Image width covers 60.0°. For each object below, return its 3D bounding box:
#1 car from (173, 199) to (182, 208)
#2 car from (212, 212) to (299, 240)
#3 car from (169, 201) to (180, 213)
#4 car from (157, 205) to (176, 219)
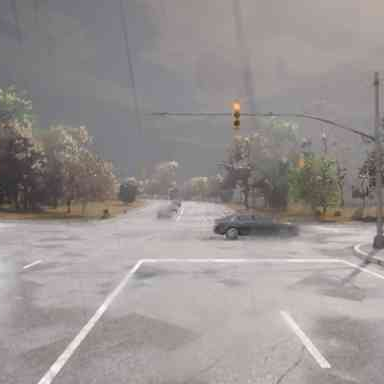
[{"bbox_3d":[-3.609,2.582,77.190,2.150,2.045,5.566,0,1,0],"label":"car"},{"bbox_3d":[3.622,1.935,19.075,4.892,1.490,1.837,0,-2,1],"label":"car"},{"bbox_3d":[-3.644,3.029,61.800,1.837,1.490,4.892,0,0,0],"label":"car"},{"bbox_3d":[-3.661,2.901,45.309,2.033,1.411,5.357,0,-1,0],"label":"car"}]
